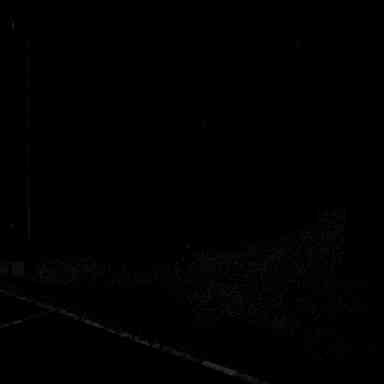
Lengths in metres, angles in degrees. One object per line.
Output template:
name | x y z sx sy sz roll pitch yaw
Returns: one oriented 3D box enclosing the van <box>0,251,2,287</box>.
van | -5.778 1.339 7.194 3.998 1.788 1.690 0 0 35
